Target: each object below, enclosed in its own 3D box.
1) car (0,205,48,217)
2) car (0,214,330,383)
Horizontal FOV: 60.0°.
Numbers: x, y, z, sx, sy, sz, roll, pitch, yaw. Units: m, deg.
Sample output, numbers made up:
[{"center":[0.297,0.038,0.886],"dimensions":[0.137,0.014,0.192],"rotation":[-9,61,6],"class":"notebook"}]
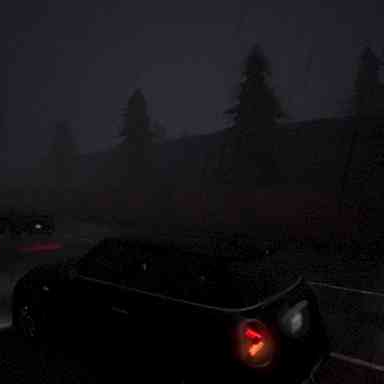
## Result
[{"center":[-8.647,1.390,16.684],"dimensions":[1.882,1.535,5.008],"rotation":[0,0,-45],"class":"car"},{"center":[-0.608,1.341,4.704],"dimensions":[4.553,1.767,2.097],"rotation":[0,0,38],"class":"car"}]
